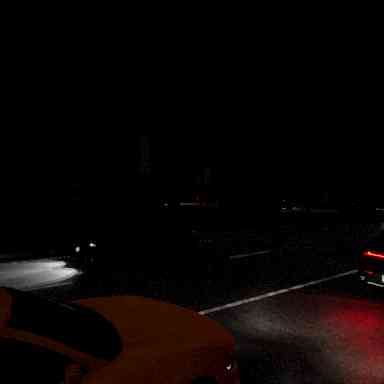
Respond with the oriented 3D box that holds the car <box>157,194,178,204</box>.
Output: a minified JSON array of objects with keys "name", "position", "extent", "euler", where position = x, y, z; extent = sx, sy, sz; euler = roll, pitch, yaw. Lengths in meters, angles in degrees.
[{"name":"car","position":[-5.243,1.346,56.647],"extent":[2.033,1.411,5.357],"euler":[-1,0,-39]}]

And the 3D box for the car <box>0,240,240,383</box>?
[{"name":"car","position":[-1.837,1.478,2.419],"extent":[5.008,1.535,1.882],"euler":[0,0,-36]}]

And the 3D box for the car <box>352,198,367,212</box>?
[{"name":"car","position":[18.432,1.244,32.784],"extent":[2.128,1.511,4.902],"euler":[-1,0,-39]}]

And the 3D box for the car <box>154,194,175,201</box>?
[{"name":"car","position":[-6.220,1.238,74.781],"extent":[2.128,1.511,4.902],"euler":[-1,0,-38]}]

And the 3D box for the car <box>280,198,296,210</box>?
[{"name":"car","position":[9.274,1.008,38.584],"extent":[2.150,2.045,5.566],"euler":[-1,0,-38]}]

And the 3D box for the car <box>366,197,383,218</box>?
[{"name":"car","position":[15.015,1.324,24.784],"extent":[1.837,1.490,4.892],"euler":[2,0,10]}]

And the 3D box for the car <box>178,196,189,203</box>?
[{"name":"car","position":[-3.367,1.261,59.912],"extent":[2.128,1.511,4.902],"euler":[-1,0,-38]}]

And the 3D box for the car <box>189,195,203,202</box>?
[{"name":"car","position":[0.129,1.309,67.003],"extent":[1.895,1.301,4.718],"euler":[-1,0,-39]}]

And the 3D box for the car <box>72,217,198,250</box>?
[{"name":"car","position":[-1.847,1.552,11.278],"extent":[4.181,1.385,1.994],"euler":[0,0,-36]}]

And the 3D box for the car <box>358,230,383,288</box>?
[{"name":"car","position":[5.869,1.468,7.951],"extent":[4.892,1.490,1.837],"euler":[0,0,-36]}]
